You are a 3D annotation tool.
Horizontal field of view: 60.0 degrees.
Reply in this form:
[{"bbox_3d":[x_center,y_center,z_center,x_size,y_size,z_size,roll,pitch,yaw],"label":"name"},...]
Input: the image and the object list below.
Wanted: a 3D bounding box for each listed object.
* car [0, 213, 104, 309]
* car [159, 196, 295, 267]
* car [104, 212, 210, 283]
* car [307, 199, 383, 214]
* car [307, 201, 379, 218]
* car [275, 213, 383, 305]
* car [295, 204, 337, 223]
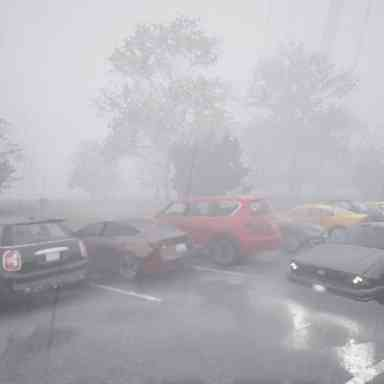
[{"bbox_3d":[-4.562,1.356,7.931,4.553,1.767,2.185,-1,0,34],"label":"car"},{"bbox_3d":[0.251,1.167,11.382,5.566,2.045,2.435,-1,0,35],"label":"car"},{"bbox_3d":[-2.181,1.485,9.676,4.792,1.488,2.163,-1,0,35],"label":"car"},{"bbox_3d":[7.605,1.124,16.443,4.553,1.767,2.185,-1,0,36],"label":"car"},{"bbox_3d":[5.177,1.313,14.744,5.008,1.535,2.097,-1,0,35],"label":"car"},{"bbox_3d":[4.669,1.452,8.034,5.357,1.411,2.033,-1,1,-35],"label":"car"},{"bbox_3d":[2.723,1.372,13.072,4.892,1.521,2.231,-1,-1,35],"label":"car"}]
